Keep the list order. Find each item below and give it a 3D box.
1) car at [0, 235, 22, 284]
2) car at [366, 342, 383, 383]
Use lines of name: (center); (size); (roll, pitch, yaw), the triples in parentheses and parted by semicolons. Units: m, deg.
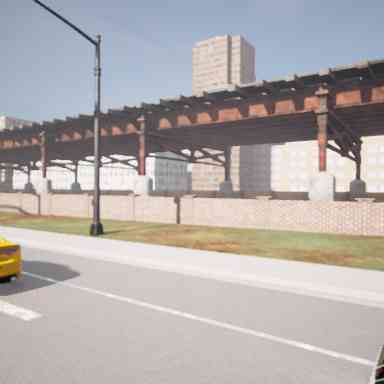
car: (-6.330, 1.524, 8.500); (5.008, 1.535, 1.882); (0, 0, 35)
car: (3.344, 1.337, 1.607); (4.553, 1.767, 2.097); (-1, 0, 36)
